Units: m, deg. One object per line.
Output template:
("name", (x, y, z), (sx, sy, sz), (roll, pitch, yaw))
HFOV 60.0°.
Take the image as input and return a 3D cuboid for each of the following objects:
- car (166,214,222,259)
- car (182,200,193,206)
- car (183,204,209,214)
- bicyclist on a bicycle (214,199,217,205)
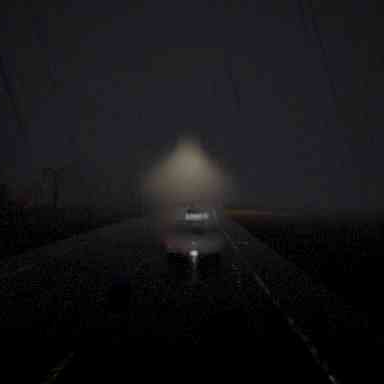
("car", (0.118, 1.750, 13.177), (1.895, 1.301, 4.718), (0, -1, 1))
("car", (-0.767, 2.424, 66.340), (1.837, 1.490, 4.892), (0, -1, 5))
("car", (0.503, 1.941, 28.133), (1.895, 1.301, 4.718), (0, -1, 3))
("bicyclist on a bicycle", (6.247, 2.860, 91.751), (0.582, 1.620, 1.656), (0, -1, 7))
